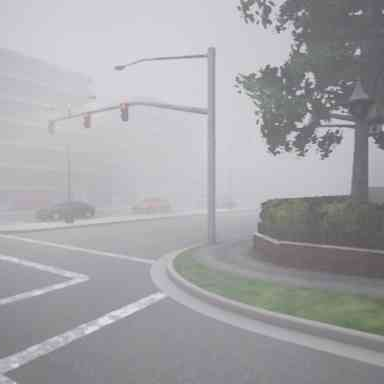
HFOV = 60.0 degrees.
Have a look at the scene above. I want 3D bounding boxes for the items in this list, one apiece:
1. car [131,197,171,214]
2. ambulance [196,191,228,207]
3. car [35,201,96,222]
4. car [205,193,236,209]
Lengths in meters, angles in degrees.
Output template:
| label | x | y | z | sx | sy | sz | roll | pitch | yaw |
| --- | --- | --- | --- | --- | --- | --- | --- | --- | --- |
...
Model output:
| label | x | y | z | sx | sy | sz | roll | pitch | yaw |
| --- | --- | --- | --- | --- | --- | --- | --- | --- | --- |
| car | -4.214 | 1.345 | 34.816 | 2.097 | 1.767 | 4.553 | 0 | 0 | 36 |
| ambulance | 3.082 | 1.020 | 50.654 | 2.351 | 2.431 | 6.366 | 0 | 0 | 36 |
| car | -10.074 | 1.498 | 26.748 | 1.837 | 1.490 | 4.892 | 0 | 0 | 36 |
| car | 4.318 | 1.349 | 46.543 | 2.097 | 1.767 | 4.553 | 0 | 0 | 36 |
